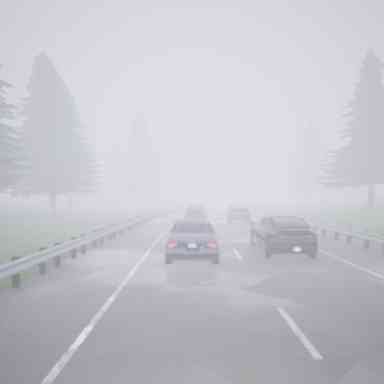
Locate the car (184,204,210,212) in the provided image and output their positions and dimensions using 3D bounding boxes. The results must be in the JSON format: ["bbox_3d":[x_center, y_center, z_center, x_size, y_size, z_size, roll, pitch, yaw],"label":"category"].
[{"bbox_3d":[0.406,1.822,28.410,1.837,1.490,4.892,0,0,4],"label":"car"}]

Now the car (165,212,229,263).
[{"bbox_3d":[0.017,1.687,12.509,2.033,1.411,5.357,0,-1,0],"label":"car"}]

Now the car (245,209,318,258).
[{"bbox_3d":[3.536,1.658,13.484,1.837,1.490,4.892,0,0,1],"label":"car"}]

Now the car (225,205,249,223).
[{"bbox_3d":[3.902,1.806,28.245,2.128,1.511,4.902,0,0,4],"label":"car"}]
